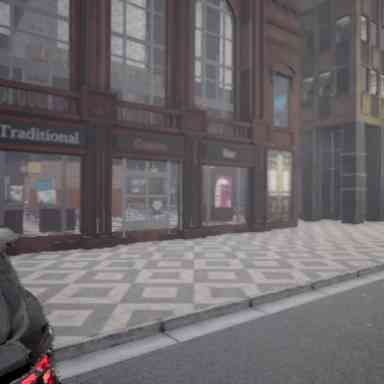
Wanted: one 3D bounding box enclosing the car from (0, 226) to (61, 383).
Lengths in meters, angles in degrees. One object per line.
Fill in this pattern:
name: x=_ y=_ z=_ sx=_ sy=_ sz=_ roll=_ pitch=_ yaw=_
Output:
car: x=-3.330 y=1.220 z=0.990 sx=5.566 sy=2.045 sz=2.150 roll=0 pitch=0 yaw=-35
